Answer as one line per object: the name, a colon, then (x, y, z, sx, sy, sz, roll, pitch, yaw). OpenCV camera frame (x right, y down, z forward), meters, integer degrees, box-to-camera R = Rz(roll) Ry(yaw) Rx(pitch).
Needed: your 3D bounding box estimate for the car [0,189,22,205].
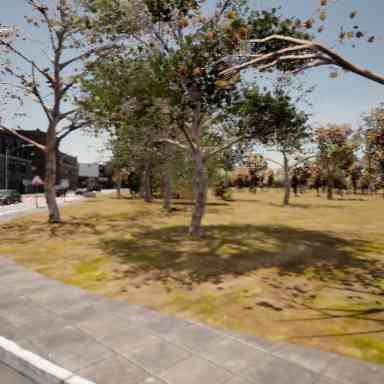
car: (-21.580, 0.521, 38.576, 2.097, 1.767, 4.553, 0, 2, -5)

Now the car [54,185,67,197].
car: (-23.065, -0.211, 56.516, 2.150, 2.045, 5.566, 0, 2, -4)

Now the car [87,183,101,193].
car: (-21.025, -0.862, 71.237, 2.150, 2.045, 5.566, 0, 2, -5)

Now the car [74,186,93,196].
car: (-20.183, 0.006, 61.287, 1.895, 1.301, 4.718, 0, 2, -5)
